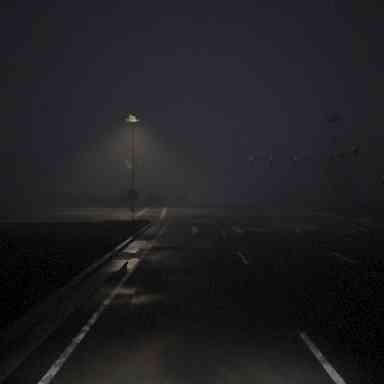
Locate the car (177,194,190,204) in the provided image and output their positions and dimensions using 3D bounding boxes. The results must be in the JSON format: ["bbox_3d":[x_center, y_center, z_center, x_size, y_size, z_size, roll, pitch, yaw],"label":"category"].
[{"bbox_3d":[-1.845,1.342,68.088,2.150,2.045,5.566,0,0,0],"label":"car"}]
